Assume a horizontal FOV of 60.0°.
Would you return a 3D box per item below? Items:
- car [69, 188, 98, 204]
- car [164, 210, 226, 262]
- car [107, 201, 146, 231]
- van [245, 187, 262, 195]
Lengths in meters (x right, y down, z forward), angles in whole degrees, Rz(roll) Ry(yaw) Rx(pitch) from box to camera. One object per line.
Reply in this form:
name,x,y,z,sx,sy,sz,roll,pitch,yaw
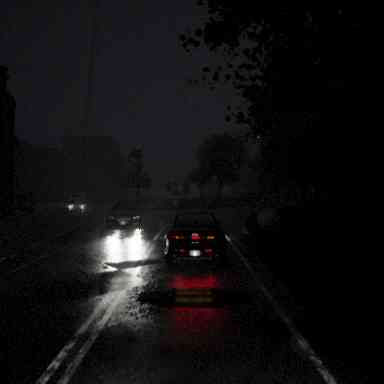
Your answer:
car,-14.516,0.433,44.854,2.150,2.045,5.566,-1,1,5
car,0.113,1.387,11.574,1.837,1.490,4.892,0,1,1
car,-3.741,1.271,19.235,2.128,1.511,4.902,0,1,-6
van,18.068,0.066,93.482,4.442,1.987,1.878,0,2,1
